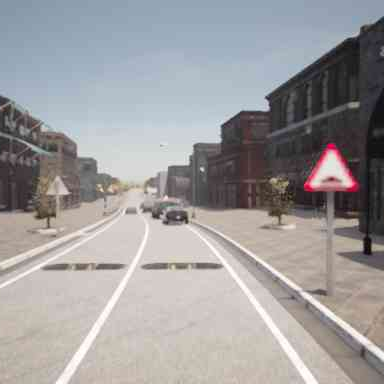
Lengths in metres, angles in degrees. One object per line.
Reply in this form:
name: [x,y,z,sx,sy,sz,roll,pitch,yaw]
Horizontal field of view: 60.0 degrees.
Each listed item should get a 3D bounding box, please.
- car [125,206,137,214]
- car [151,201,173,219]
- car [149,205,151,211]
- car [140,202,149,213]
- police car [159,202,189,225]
car: [-10.571,3.170,57.939,1.994,1.385,4.181,0,-1,-10]
car: [-3.177,2.086,38.822,2.150,2.045,5.566,0,-3,-10]
car: [-4.225,2.360,44.735,2.150,2.045,5.566,0,-2,-10]
car: [-8.504,3.178,63.714,1.837,1.490,4.892,0,-1,-10]
police car: [-1.497,1.899,28.967,1.930,1.638,5.238,0,-2,-9]
